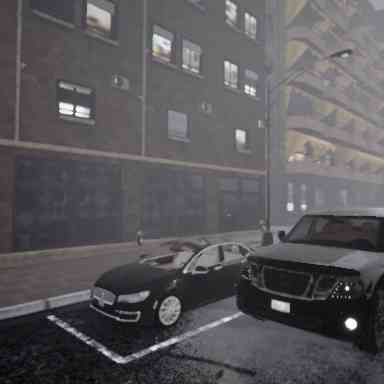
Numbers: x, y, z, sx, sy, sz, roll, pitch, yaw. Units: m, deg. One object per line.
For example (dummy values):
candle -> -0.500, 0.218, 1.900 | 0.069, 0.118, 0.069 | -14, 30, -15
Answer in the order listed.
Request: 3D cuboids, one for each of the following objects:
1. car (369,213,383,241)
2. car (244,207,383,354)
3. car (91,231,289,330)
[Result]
car -> 11.882, 1.919, 18.975 | 4.507, 1.381, 1.887 | 1, -1, -45
car -> 3.253, 1.354, 6.815 | 5.566, 2.045, 2.150 | 1, -2, -45
car -> 0.008, 1.698, 7.227 | 4.403, 1.369, 2.008 | 1, -1, -45
